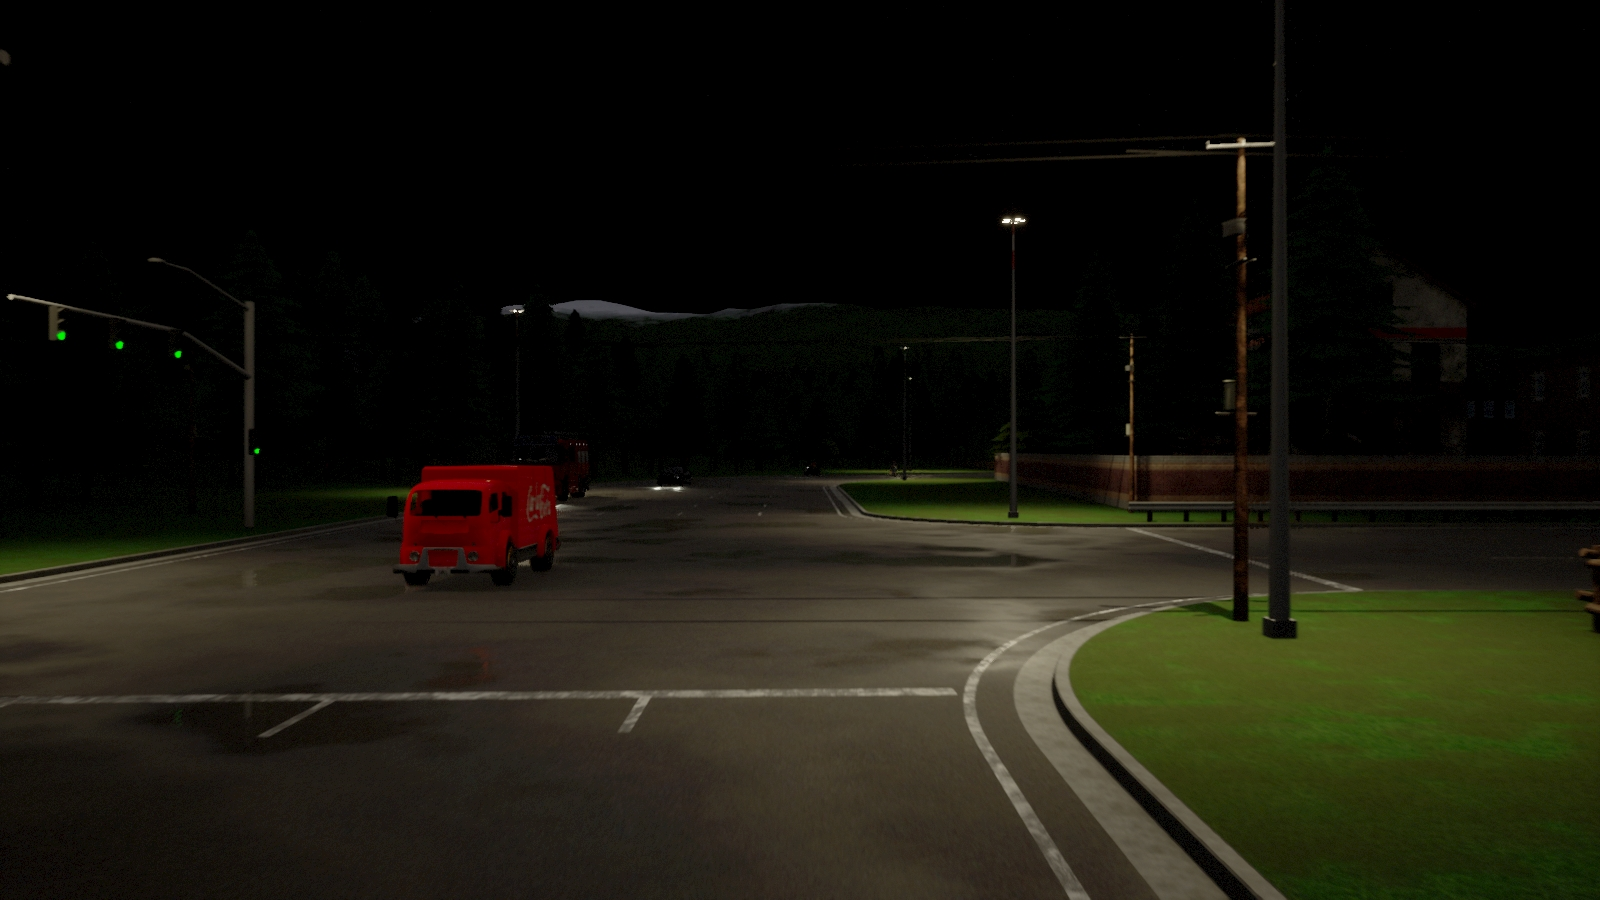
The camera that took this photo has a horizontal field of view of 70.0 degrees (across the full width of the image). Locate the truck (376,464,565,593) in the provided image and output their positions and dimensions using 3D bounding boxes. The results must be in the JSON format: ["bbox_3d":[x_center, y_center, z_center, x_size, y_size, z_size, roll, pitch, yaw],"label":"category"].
[{"bbox_3d":[-6.993,1.570,25.005,2.627,2.467,5.204,0,0,0],"label":"truck"}]
